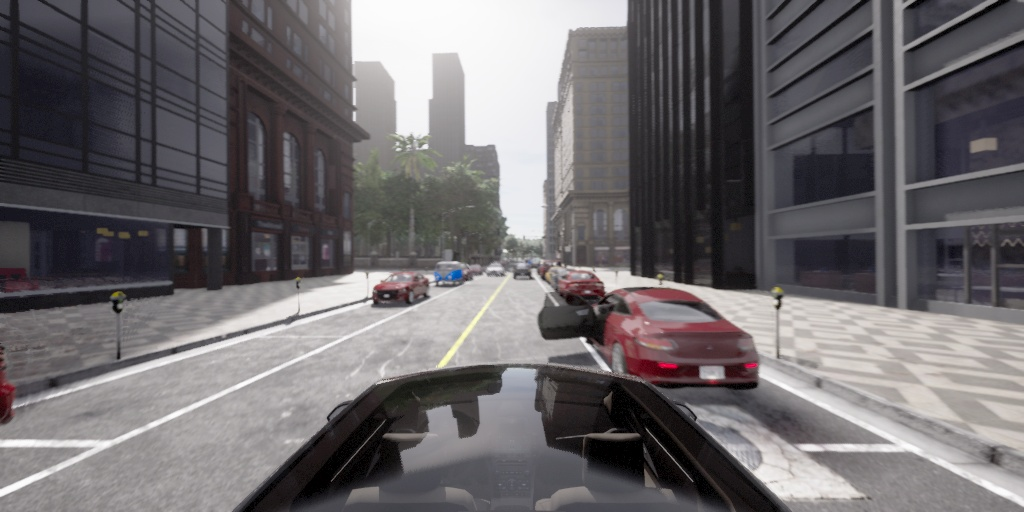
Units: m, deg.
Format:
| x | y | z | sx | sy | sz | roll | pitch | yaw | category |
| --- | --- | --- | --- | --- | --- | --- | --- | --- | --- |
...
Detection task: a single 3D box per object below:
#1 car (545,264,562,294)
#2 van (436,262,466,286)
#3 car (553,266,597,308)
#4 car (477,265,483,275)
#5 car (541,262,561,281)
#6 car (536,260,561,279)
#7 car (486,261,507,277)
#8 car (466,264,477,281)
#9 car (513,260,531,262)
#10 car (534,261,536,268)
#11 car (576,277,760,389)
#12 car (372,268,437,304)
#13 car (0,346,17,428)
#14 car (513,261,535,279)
| x | y | z | sx | sy | sz | roll | pitch | yaw | category |
| --- | --- | --- | --- | --- | --- | --- | --- | --- | --- |
| 3.390 | 1.436 | 22.709 | 2.007 | 1.370 | 4.403 | 0 | 0 | 2 | car |
| -4.982 | 1.350 | 28.382 | 1.690 | 1.789 | 3.998 | 0 | 0 | 2 | van |
| 3.240 | 1.388 | 17.287 | 1.888 | 1.381 | 4.507 | 0 | 0 | 2 | car |
| -4.533 | 1.715 | 44.654 | 1.802 | 1.307 | 4.207 | 0 | 0 | 2 | car |
| 3.544 | 1.453 | 28.302 | 1.751 | 1.417 | 4.829 | 0 | 0 | 2 | car |
| 3.689 | 1.284 | 33.555 | 2.192 | 1.841 | 5.009 | 0 | 0 | 2 | car |
| -1.895 | 1.610 | 41.637 | 1.812 | 1.442 | 4.674 | -1 | -1 | 2 | car |
| -4.832 | 1.491 | 33.806 | 1.967 | 1.591 | 4.097 | 0 | 0 | 2 | car |
| 1.400 | 1.646 | 49.624 | 1.812 | 1.442 | 4.674 | -1 | -1 | 2 | car |
| 3.988 | 1.617 | 44.402 | 1.948 | 1.339 | 4.313 | 0 | 0 | 2 | car |
| 2.532 | 1.291 | 6.733 | 1.812 | 1.442 | 4.674 | -1 | 0 | 2 | car |
| -5.281 | 1.470 | 17.534 | 1.888 | 1.381 | 4.507 | 0 | 0 | 2 | car |
| -5.729 | 1.115 | 1.263 | 2.192 | 1.841 | 5.009 | 0 | 0 | 2 | car |
| 1.071 | 1.543 | 36.462 | 1.812 | 1.442 | 4.674 | -1 | 0 | 2 | car |
